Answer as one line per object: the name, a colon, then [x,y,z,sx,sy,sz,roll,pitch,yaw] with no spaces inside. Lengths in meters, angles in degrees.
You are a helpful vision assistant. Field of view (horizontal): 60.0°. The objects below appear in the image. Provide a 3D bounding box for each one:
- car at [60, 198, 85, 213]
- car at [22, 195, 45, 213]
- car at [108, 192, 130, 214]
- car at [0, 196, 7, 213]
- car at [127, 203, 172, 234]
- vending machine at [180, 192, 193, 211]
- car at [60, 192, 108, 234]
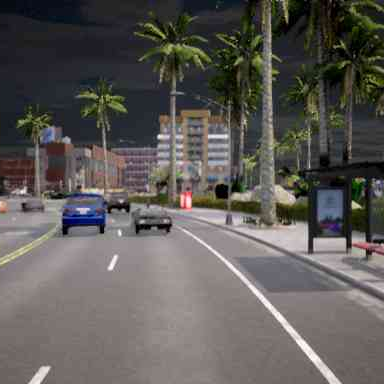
car: [-12.799,1.344,35.527,1.812,1.442,4.674,0,0,-29]
car: [-16.777,1.325,35.035,1.837,1.490,4.892,0,0,-32]
car: [-7.865,1.044,33.698,2.150,2.045,5.566,0,0,-26]
car: [-19.548,1.183,32.846,2.097,1.767,4.553,0,0,-31]
car: [-2.423,1.504,18.797,1.895,1.301,4.718,0,0,-14]
vending machine: [-0.603,1.011,35.862,1.100,2.100,0.880,0,0,-25]
car: [-6.036,1.119,18.929,2.150,2.045,5.566,0,0,-15]
